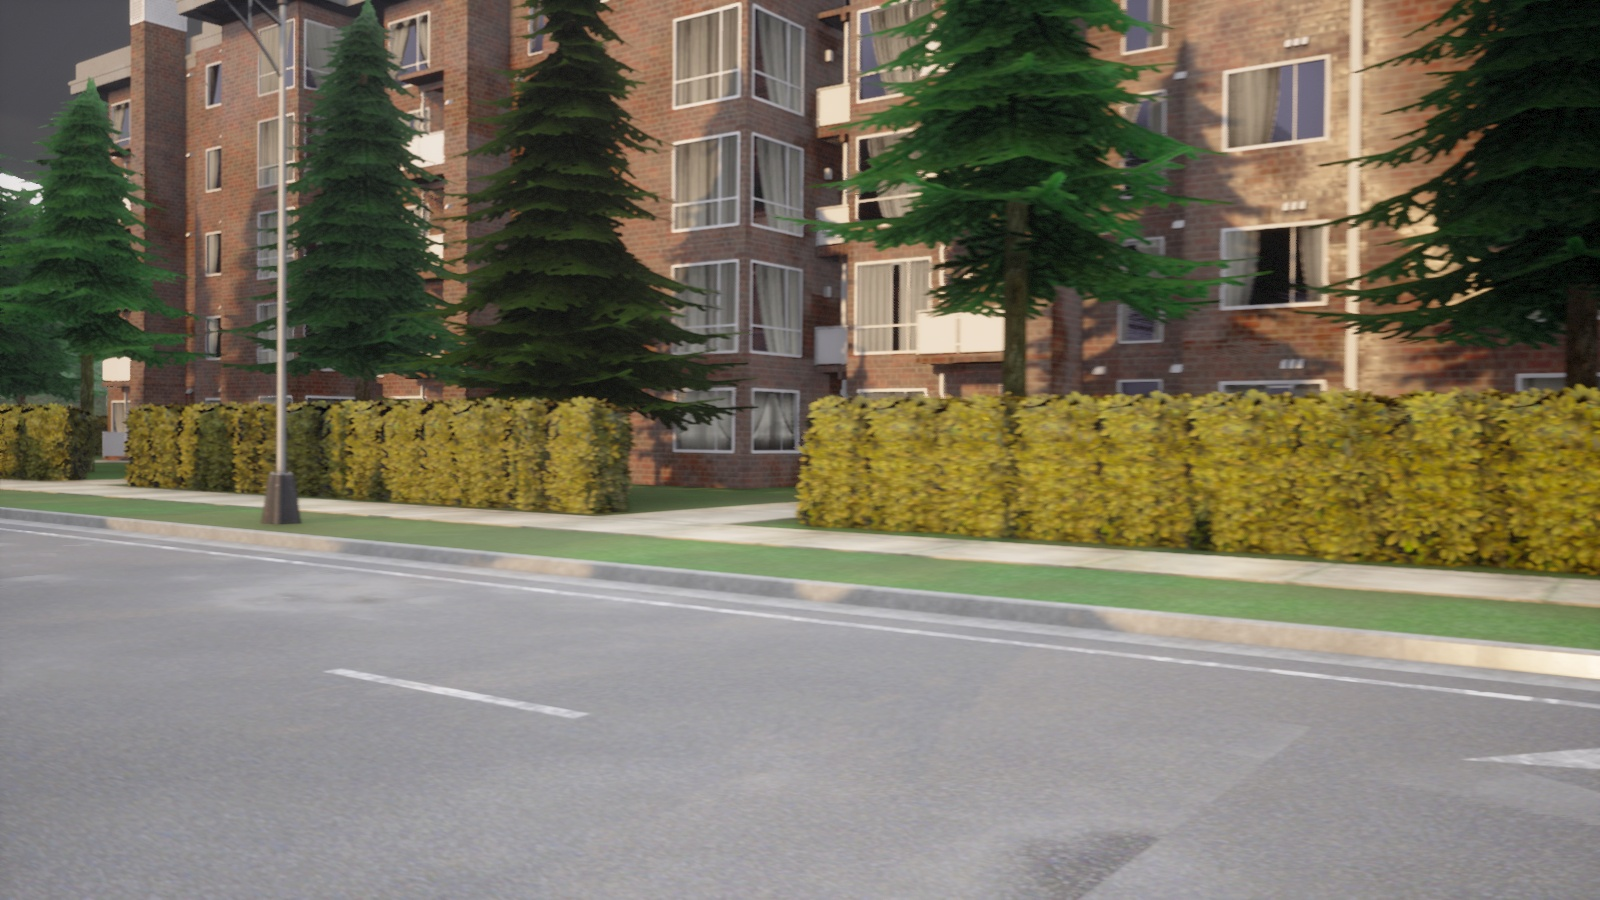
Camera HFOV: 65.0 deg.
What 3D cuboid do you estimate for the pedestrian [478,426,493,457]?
[{"bbox_3d":[-20.168,-0.559,80.537,0.423,1.949,0.788,0,1,36],"label":"pedestrian"}]
